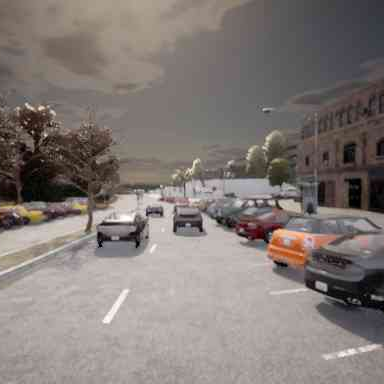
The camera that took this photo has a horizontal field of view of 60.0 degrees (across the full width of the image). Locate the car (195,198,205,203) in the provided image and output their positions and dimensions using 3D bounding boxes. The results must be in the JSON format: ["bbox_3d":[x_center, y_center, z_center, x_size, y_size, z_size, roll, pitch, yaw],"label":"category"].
[{"bbox_3d":[3.365,1.865,40.355,4.892,1.521,2.231,1,0,-24],"label":"car"}]

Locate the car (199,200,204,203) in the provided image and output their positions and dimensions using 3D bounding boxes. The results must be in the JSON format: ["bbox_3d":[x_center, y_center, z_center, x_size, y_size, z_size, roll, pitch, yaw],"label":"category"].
[{"bbox_3d":[3.567,1.875,37.343,4.674,1.452,2.002,1,-1,-24],"label":"car"}]

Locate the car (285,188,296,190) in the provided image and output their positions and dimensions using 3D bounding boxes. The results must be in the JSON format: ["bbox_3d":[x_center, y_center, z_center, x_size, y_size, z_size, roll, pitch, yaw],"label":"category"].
[{"bbox_3d":[20.138,0.238,65.020,2.435,2.045,5.566,-6,3,-30],"label":"car"}]

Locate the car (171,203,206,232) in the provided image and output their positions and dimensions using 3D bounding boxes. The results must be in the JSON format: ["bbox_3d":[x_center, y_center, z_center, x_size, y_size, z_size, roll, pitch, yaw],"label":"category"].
[{"bbox_3d":[-0.315,1.717,21.939,1.837,1.490,4.892,0,-1,-2],"label":"car"}]

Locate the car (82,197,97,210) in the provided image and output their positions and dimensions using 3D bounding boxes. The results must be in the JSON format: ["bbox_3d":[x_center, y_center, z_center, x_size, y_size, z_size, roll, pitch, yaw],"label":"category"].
[{"bbox_3d":[-15.205,1.822,43.284,4.553,1.767,2.185,-1,0,-25],"label":"car"}]

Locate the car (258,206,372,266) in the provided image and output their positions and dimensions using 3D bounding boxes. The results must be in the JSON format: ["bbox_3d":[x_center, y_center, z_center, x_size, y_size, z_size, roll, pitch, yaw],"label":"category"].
[{"bbox_3d":[4.663,1.454,10.177,4.553,1.767,2.185,1,-1,-21],"label":"car"}]

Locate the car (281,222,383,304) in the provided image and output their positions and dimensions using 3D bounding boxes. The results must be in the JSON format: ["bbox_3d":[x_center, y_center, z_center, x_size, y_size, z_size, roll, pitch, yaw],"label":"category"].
[{"bbox_3d":[4.711,1.552,7.156,4.892,1.521,2.231,1,-1,-21],"label":"car"}]

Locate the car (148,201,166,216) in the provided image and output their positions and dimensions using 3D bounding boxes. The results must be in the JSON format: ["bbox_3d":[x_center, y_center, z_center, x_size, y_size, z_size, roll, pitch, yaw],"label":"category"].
[{"bbox_3d":[-4.134,1.969,37.246,1.895,1.301,4.718,0,-1,-4],"label":"car"}]

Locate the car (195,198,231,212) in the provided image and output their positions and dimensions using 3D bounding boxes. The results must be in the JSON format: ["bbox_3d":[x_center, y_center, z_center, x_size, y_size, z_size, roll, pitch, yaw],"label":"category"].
[{"bbox_3d":[2.907,1.796,46.390,4.553,1.767,2.185,1,0,-25],"label":"car"}]

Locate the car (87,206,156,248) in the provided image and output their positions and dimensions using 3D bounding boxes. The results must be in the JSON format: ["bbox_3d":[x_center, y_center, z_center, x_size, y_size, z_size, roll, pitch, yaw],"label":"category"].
[{"bbox_3d":[-3.114,1.647,15.666,2.128,1.511,4.902,0,-1,-1],"label":"car"}]

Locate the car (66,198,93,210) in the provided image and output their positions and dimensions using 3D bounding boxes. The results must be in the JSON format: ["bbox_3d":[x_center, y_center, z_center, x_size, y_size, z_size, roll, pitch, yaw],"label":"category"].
[{"bbox_3d":[-15.164,1.917,40.242,5.366,1.575,1.946,-1,0,-24],"label":"car"}]

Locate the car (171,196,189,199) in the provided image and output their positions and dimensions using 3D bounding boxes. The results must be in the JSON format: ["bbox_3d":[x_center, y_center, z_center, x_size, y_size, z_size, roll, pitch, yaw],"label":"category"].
[{"bbox_3d":[-2.506,2.422,89.898,4.553,1.767,2.185,1,-1,-30],"label":"car"}]

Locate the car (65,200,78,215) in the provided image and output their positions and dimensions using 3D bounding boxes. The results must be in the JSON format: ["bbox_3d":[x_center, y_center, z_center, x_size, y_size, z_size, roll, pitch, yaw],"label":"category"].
[{"bbox_3d":[-14.564,1.898,34.411,4.674,1.452,2.002,-1,0,-24],"label":"car"}]

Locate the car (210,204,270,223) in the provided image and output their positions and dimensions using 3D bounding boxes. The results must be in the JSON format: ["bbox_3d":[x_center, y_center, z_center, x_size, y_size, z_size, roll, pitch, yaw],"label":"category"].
[{"bbox_3d":[4.102,1.790,28.298,4.674,1.452,2.002,1,-1,-23],"label":"car"}]

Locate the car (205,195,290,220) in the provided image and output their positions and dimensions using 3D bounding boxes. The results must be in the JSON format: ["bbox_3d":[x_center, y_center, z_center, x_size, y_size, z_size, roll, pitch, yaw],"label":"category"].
[{"bbox_3d":[4.227,1.470,25.263,5.566,2.045,2.435,1,0,-23],"label":"car"}]

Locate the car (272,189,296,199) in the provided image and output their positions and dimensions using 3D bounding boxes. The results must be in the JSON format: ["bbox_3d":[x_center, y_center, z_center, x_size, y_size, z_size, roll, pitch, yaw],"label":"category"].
[{"bbox_3d":[17.190,0.813,64.508,2.002,1.452,4.674,-6,3,-30],"label":"car"}]

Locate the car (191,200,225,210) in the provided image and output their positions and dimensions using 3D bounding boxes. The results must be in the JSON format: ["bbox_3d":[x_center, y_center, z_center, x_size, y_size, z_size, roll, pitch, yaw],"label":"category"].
[{"bbox_3d":[2.508,2.014,52.364,4.792,1.488,2.163,1,-1,-26],"label":"car"}]

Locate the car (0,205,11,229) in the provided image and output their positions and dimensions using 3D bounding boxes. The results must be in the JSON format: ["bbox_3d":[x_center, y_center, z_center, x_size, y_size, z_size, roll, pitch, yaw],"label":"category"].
[{"bbox_3d":[-13.797,1.708,19.626,5.008,1.535,2.097,-1,0,-22],"label":"car"}]

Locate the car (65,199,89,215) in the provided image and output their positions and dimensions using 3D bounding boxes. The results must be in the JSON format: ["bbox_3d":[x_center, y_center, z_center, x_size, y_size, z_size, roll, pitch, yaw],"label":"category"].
[{"bbox_3d":[-14.606,1.883,37.446,5.366,1.575,1.946,-1,-1,-24],"label":"car"}]

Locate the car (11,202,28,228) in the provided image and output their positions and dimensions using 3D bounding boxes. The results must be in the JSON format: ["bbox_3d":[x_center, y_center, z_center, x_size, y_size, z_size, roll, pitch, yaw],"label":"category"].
[{"bbox_3d":[-13.953,1.613,22.579,4.553,1.767,2.185,-1,-1,-22],"label":"car"}]

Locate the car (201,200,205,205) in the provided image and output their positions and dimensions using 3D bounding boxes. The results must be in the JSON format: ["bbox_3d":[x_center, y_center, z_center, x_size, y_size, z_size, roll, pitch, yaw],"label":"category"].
[{"bbox_3d":[3.770,1.847,34.326,4.674,1.452,2.002,1,0,-24],"label":"car"}]

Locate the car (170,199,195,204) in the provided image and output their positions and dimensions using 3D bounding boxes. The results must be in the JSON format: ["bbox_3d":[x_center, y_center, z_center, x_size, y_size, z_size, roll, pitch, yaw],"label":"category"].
[{"bbox_3d":[-1.191,1.861,38.050,2.128,1.511,4.902,0,-1,-4],"label":"car"}]

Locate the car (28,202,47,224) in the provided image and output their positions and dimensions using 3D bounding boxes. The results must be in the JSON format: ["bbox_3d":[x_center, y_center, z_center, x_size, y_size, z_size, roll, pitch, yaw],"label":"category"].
[{"bbox_3d":[-14.226,1.767,25.469,5.366,1.575,1.946,-1,0,-23],"label":"car"}]

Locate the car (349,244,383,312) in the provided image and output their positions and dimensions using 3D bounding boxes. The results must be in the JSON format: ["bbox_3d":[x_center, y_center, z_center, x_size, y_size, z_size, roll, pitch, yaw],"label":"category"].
[{"bbox_3d":[4.756,1.522,4.138,5.008,1.535,2.097,1,0,-21],"label":"car"}]

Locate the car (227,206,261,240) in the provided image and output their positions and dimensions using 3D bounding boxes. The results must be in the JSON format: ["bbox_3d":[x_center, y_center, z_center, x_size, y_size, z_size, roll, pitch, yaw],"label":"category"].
[{"bbox_3d":[4.560,1.636,16.222,5.008,1.535,2.097,1,-1,-22],"label":"car"}]

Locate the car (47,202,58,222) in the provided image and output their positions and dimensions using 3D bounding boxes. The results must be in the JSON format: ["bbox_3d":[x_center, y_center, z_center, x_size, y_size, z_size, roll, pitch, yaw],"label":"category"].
[{"bbox_3d":[-14.181,1.672,28.512,4.553,1.767,2.185,-1,0,-23],"label":"car"}]

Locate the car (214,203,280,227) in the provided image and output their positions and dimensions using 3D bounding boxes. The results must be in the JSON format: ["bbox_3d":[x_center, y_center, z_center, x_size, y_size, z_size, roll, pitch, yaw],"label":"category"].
[{"bbox_3d":[4.378,1.693,22.256,5.008,1.535,2.097,1,0,-22],"label":"car"}]

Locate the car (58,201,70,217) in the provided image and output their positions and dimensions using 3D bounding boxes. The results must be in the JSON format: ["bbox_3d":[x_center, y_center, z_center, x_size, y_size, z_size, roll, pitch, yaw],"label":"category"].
[{"bbox_3d":[-14.374,1.868,31.457,4.674,1.452,2.002,-1,0,-23],"label":"car"}]
